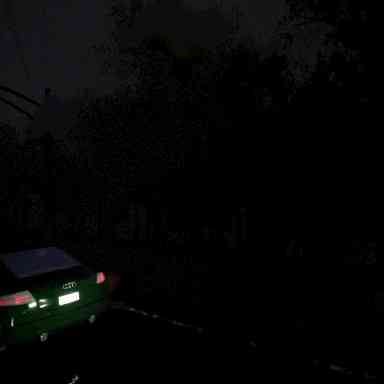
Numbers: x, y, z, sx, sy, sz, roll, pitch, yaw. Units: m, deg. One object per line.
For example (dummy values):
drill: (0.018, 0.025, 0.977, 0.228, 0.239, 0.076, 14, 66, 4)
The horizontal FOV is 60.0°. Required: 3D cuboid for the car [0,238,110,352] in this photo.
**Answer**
car: (-3.479, 1.564, 6.146, 4.181, 1.385, 1.994, 0, 0, 35)
